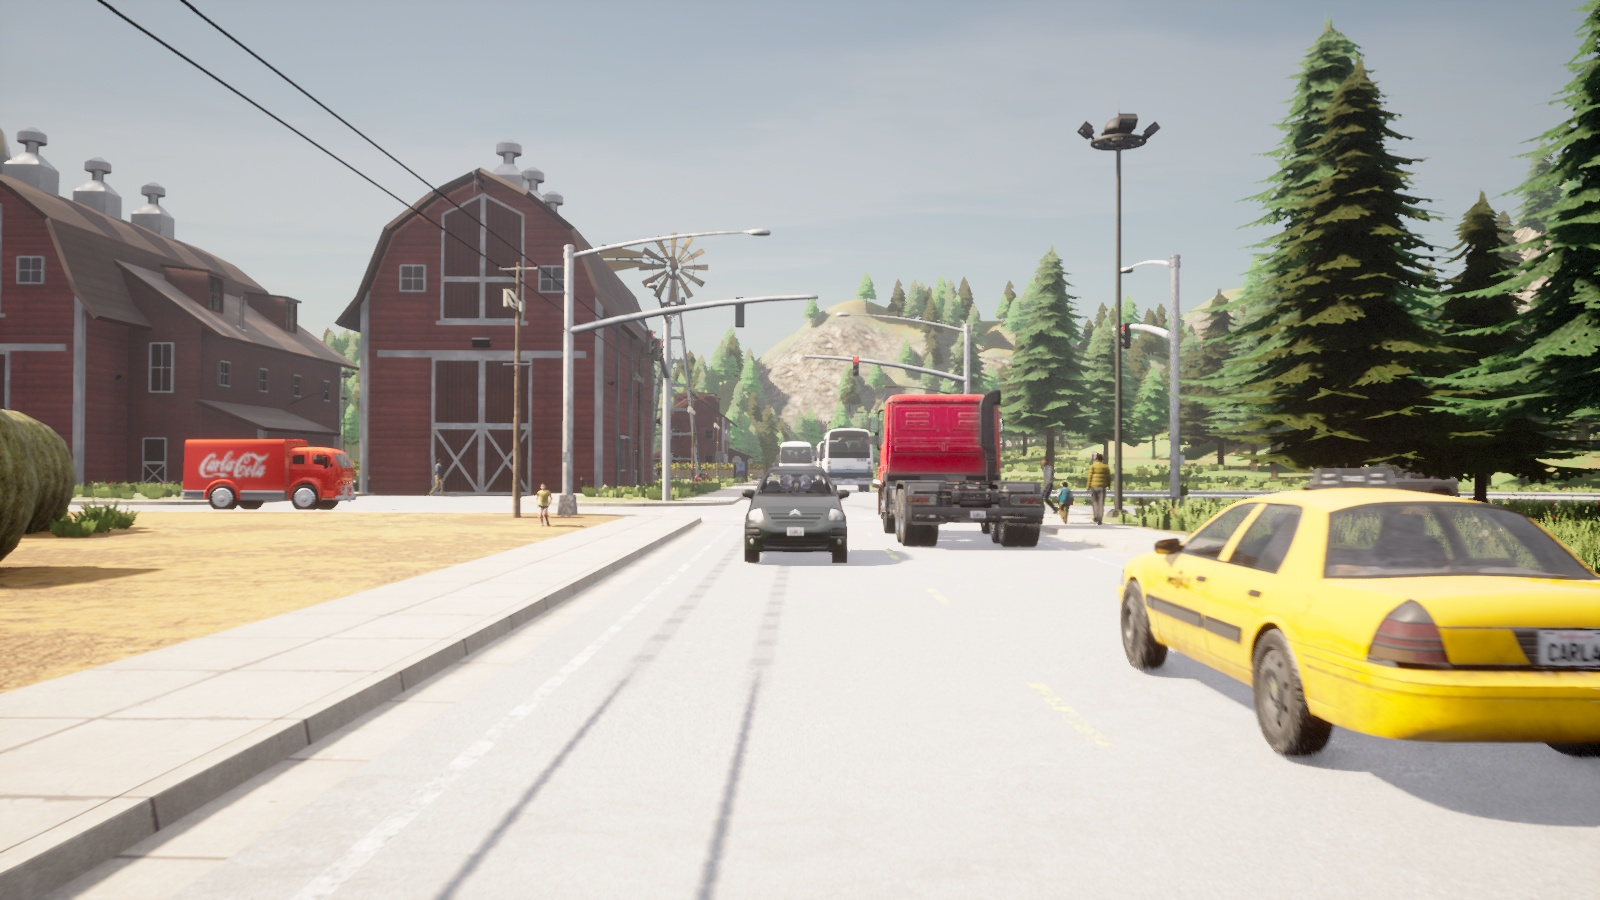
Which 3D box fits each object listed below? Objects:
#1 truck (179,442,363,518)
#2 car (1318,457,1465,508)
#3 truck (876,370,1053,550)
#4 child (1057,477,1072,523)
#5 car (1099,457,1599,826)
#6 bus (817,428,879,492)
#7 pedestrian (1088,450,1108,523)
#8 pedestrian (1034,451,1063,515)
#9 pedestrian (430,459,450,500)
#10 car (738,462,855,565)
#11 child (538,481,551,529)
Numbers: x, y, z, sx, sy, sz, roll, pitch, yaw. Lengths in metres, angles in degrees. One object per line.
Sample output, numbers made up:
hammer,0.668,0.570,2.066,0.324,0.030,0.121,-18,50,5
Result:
truck,-18.032,1.013,43.050,5.204,2.467,2.627,0,-1,-1
car,22.266,1.226,47.389,4.605,1.855,1.932,0,-1,-1
truck,3.418,0.241,28.188,2.891,3.462,7.936,0,-1,0
child,6.922,1.314,32.857,0.343,1.192,0.448,0,-1,5
car,3.477,0.858,8.071,1.801,1.575,5.366,0,-1,0
bus,3.250,0.759,88.789,3.944,4.253,10.273,0,-1,0
pedestrian,7.571,0.917,31.884,0.431,1.840,0.709,0,-1,10
pedestrian,7.665,1.008,38.698,0.788,1.949,0.423,0,-1,-4
pedestrian,-17.099,1.399,59.656,0.788,1.949,0.423,0,-1,4
car,-0.061,1.041,21.963,1.851,1.617,3.988,0,-1,0
child,-5.991,1.285,29.456,0.255,1.110,0.394,0,-1,-5
